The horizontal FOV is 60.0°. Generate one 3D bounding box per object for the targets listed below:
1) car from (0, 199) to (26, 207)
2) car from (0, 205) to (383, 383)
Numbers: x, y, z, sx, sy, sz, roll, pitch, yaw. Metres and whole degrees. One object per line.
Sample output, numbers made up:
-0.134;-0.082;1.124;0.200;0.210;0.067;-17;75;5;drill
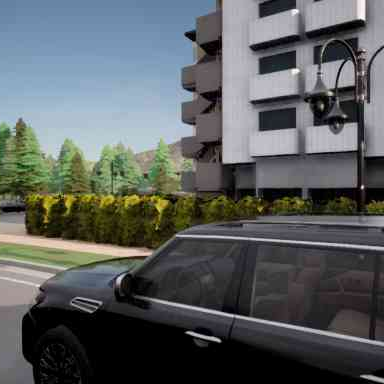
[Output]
-18.192;1.491;33.490;2.128;1.511;4.902;0;0;33;car
0.743;1.221;3.139;5.566;2.045;2.150;0;0;34;car
